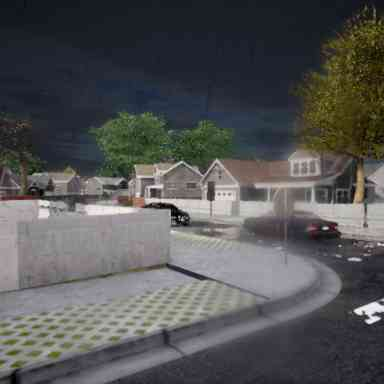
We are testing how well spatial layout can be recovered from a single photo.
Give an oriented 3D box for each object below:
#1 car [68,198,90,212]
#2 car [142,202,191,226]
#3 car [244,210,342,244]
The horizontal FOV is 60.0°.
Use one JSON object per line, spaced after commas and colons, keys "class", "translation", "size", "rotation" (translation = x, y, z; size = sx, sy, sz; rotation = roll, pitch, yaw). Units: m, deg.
{"class": "car", "translation": [-13.429, 1.479, 39.369], "size": [1.837, 1.490, 4.892], "rotation": [0, 0, -31]}
{"class": "car", "translation": [-1.929, 1.484, 22.363], "size": [1.837, 1.490, 4.892], "rotation": [0, 0, -35]}
{"class": "car", "translation": [4.571, 1.542, 15.999], "size": [2.033, 1.411, 5.357], "rotation": [0, 0, -22]}
